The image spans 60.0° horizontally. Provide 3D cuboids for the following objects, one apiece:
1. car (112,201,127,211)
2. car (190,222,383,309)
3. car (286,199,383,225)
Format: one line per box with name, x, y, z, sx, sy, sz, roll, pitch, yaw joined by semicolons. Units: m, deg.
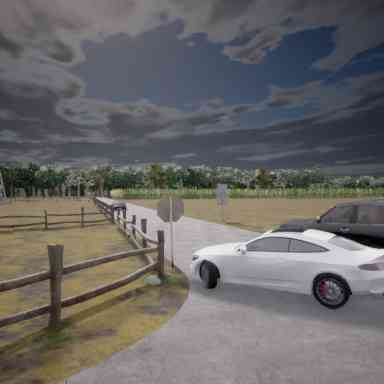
car;-10.884;1.988;49.471;2.033;1.411;5.357;-2;0;-18
car;2.140;1.616;8.018;4.674;1.442;1.812;-2;0;33
car;5.110;1.232;9.836;2.150;2.045;5.566;-2;0;-40
